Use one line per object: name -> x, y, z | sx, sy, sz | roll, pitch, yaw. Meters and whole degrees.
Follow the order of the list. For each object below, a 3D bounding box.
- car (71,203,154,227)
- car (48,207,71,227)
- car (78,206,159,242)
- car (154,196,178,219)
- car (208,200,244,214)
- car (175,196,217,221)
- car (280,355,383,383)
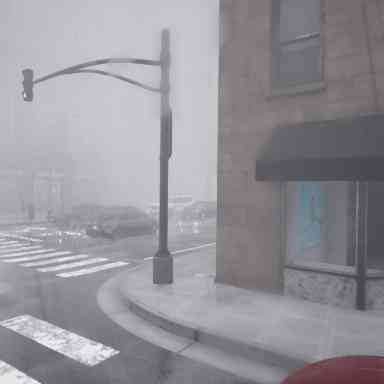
car -> -4.979, 1.616, 21.541 | 1.837, 1.490, 4.892 | 1, 0, 35
car -> -7.630, 1.569, 23.420 | 1.837, 1.490, 4.892 | 1, 0, 35
car -> -3.515, 1.706, 17.657 | 1.994, 1.385, 4.181 | 1, 0, 35
car -> -1.770, 1.372, 31.648 | 2.150, 2.045, 5.566 | 1, 0, 35
car -> 4.201, 1.731, 40.007 | 2.128, 1.511, 4.902 | 1, 0, 36
car -> 0.924, 1.550, 29.822 | 2.097, 1.767, 4.553 | 1, 0, 36
car -> 2.417, 1.545, 1.229 | 4.507, 1.381, 1.887 | 0, 1, 35
